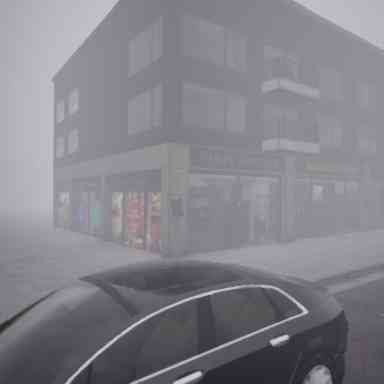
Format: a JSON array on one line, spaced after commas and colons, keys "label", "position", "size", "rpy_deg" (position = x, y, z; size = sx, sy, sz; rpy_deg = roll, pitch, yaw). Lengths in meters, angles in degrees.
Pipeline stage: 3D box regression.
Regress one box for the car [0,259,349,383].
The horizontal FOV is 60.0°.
[{"label": "car", "position": [-0.491, 1.504, 3.031], "size": [4.892, 1.490, 1.837], "rpy_deg": [0, 0, -36]}]
